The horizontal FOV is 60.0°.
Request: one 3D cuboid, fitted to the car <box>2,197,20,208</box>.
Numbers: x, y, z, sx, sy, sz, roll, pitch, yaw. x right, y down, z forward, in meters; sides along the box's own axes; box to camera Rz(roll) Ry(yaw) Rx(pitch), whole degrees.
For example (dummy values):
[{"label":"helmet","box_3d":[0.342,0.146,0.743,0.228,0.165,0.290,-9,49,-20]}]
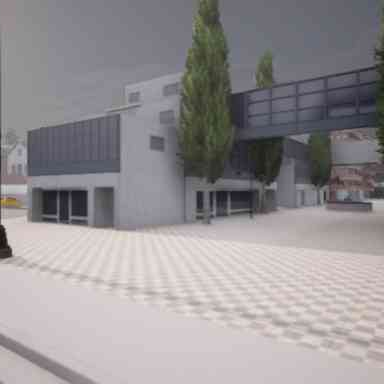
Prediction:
[{"label":"car","box_3d":[-25.433,1.387,45.741,5.008,1.535,1.882,0,0,41]}]
